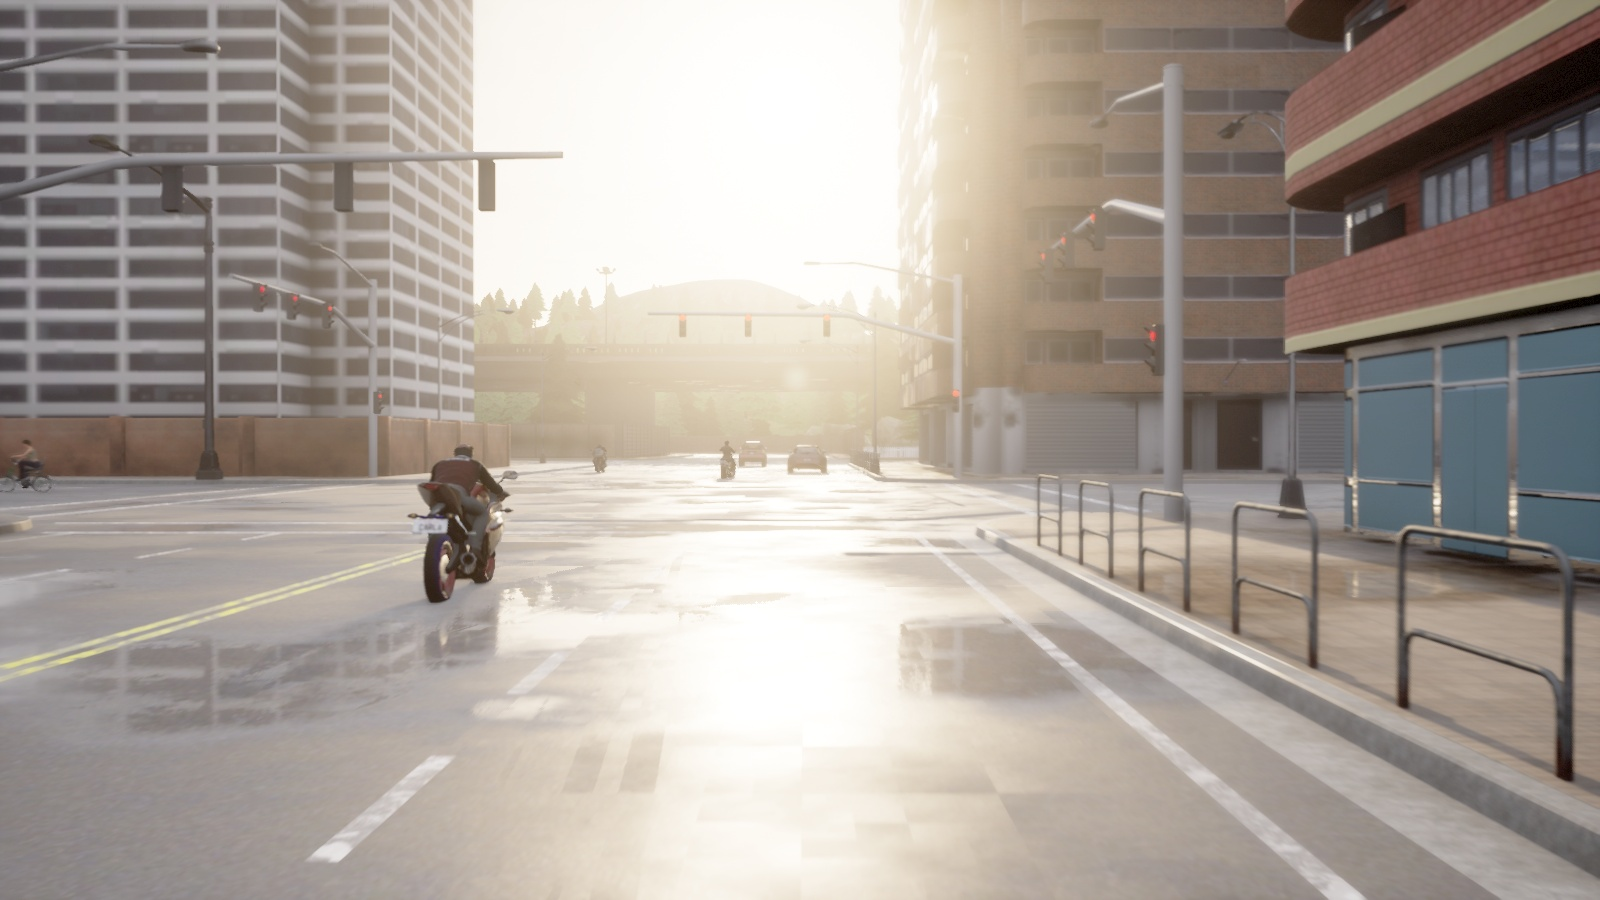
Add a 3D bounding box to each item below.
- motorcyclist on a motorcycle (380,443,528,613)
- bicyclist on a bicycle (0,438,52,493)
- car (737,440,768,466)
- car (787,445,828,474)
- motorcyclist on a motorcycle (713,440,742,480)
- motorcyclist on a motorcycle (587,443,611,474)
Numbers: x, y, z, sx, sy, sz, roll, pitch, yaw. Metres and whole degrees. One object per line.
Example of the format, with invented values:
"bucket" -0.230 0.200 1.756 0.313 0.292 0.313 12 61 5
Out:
"motorcyclist on a motorcycle" -3.414 0.708 12.612 0.866 1.530 2.191 0 1 0
"bicyclist on a bicycle" -23.274 0.455 37.414 1.509 1.612 0.866 0 -2 -13
"car" -3.031 0.188 81.132 1.851 1.617 3.988 0 0 0
"car" 0.371 0.456 63.326 1.994 1.385 4.181 0 0 0
"motorcyclist on a motorcycle" -3.050 0.397 53.084 0.766 1.649 2.350 1 0 7
"motorcyclist on a motorcycle" -10.127 0.418 63.412 0.866 1.530 2.191 0 0 0
